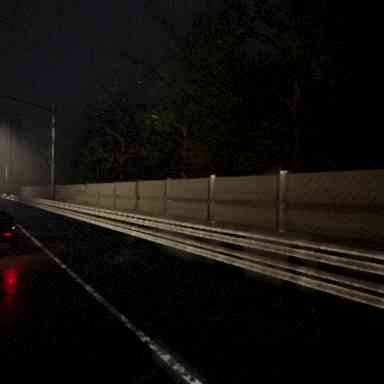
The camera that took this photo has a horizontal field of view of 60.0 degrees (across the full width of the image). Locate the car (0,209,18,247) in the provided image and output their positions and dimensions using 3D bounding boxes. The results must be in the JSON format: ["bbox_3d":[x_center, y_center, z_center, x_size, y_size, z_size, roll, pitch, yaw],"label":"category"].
[{"bbox_3d":[-8.348,1.430,13.751,1.812,1.442,4.674,1,0,-33],"label":"car"}]
